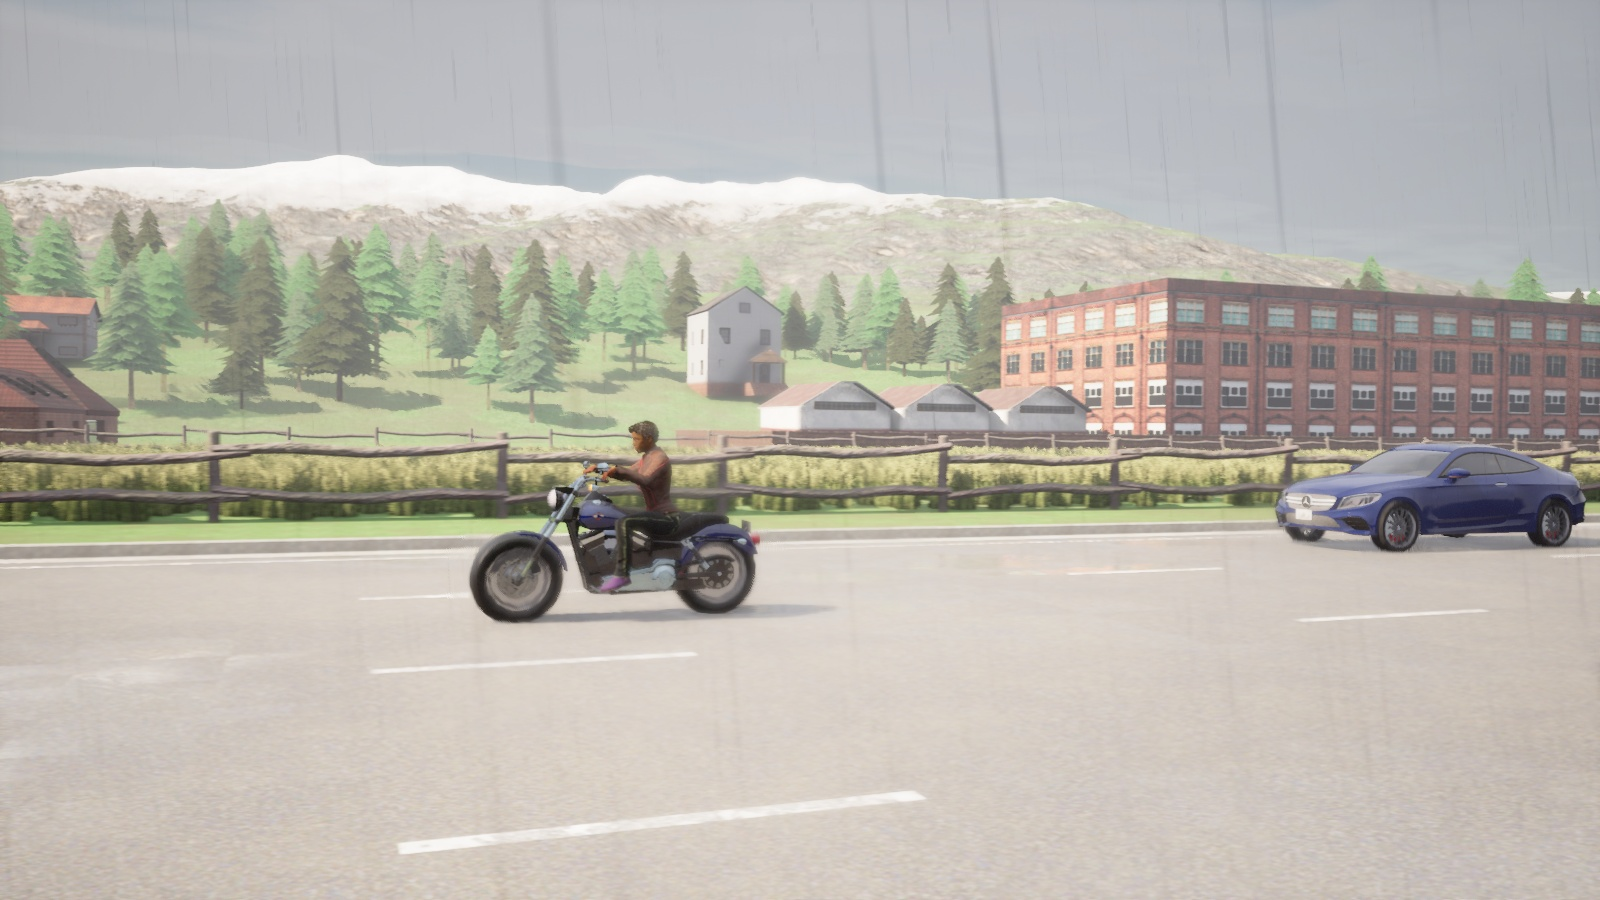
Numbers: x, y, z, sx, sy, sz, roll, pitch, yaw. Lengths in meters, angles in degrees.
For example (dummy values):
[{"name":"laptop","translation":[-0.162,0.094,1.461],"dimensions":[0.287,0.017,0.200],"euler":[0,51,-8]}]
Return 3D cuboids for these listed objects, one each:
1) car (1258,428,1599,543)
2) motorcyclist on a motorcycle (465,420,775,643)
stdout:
[{"name":"car","translation":[9.040,0.435,17.903],"dimensions":[4.674,1.442,1.812],"euler":[-1,1,-21]},{"name":"motorcyclist on a motorcycle","translation":[-1.453,0.599,10.174],"dimensions":[2.350,1.649,0.766],"euler":[-1,1,-21]}]
